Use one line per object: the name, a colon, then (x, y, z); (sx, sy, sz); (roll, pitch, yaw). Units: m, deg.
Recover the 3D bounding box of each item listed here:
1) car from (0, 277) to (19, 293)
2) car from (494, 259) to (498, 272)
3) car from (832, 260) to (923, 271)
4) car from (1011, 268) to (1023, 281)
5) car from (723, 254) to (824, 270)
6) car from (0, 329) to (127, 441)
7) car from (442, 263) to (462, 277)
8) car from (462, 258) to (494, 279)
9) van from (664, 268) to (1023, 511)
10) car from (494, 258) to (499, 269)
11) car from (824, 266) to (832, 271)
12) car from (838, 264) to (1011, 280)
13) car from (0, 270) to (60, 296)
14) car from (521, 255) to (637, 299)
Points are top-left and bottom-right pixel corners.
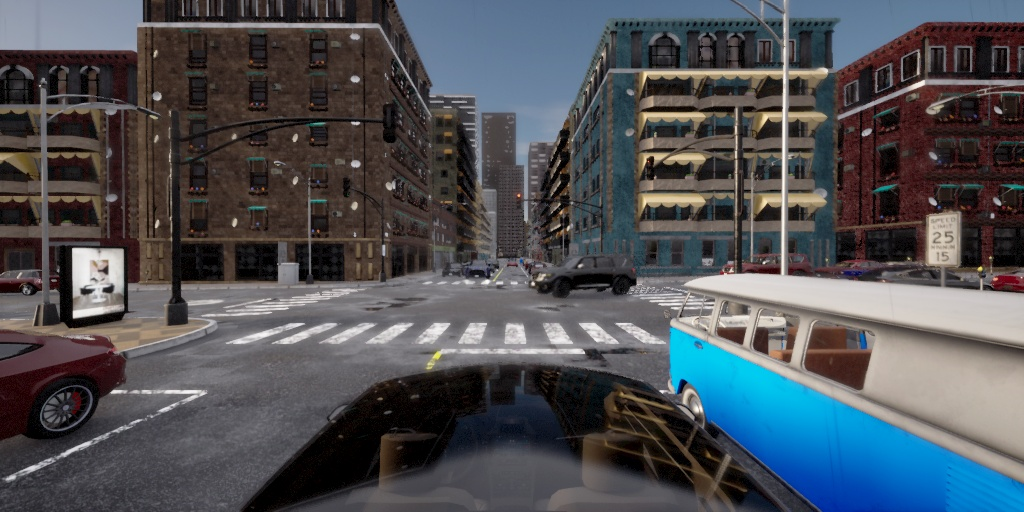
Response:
car: (-22.380, 1.637, 13.577); (4.403, 1.370, 2.007); (0, 0, 0)
car: (-3.048, 1.319, 42.365); (1.994, 1.385, 4.181); (0, 0, 0)
car: (20.992, 1.012, 19.756); (4.718, 1.301, 1.895); (-1, 0, 0)
car: (21.378, 1.033, 13.971); (4.207, 1.307, 1.802); (0, 0, 0)
car: (15.796, 0.781, 22.318); (5.009, 1.841, 2.192); (0, 0, 0)
car: (-5.691, 1.332, 2.789); (1.802, 1.307, 4.207); (0, 0, 0)
car: (-5.654, 1.318, 35.194); (1.948, 1.339, 4.313); (0, 0, 0)
car: (-3.005, 1.104, 32.437); (2.097, 1.767, 4.553); (0, 0, -1)
van: (2.690, 1.091, 2.779); (1.690, 1.789, 3.998); (0, 0, 0)
car: (-3.029, 1.114, 54.620); (2.097, 1.767, 4.553); (0, 0, 0)
car: (21.366, 0.930, 22.351); (4.507, 1.381, 1.888); (0, 0, 0)
car: (15.808, 1.097, 13.937); (4.313, 1.339, 1.948); (0, 0, 0)
car: (-30.238, 1.574, 22.169); (4.097, 1.591, 1.967); (0, 0, 0)
car: (3.591, 0.960, 18.077); (5.566, 2.045, 2.150); (0, -1, -21)
